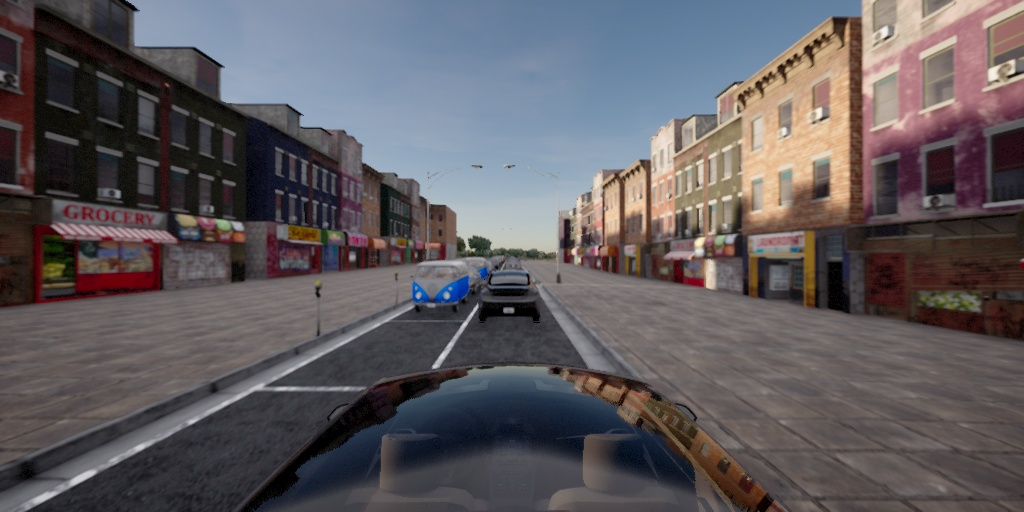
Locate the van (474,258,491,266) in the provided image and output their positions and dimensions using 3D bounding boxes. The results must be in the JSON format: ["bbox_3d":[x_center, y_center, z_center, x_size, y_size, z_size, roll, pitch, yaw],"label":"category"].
[{"bbox_3d":[-2.625,1.004,24.865,1.690,1.789,3.998,0,0,0],"label":"van"}]

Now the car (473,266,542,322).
[{"bbox_3d":[-0.057,1.242,12.215,1.837,1.490,4.892,0,0,1],"label":"car"}]

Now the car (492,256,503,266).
[{"bbox_3d":[-2.612,0.988,47.029,1.948,1.339,4.313,0,0,0],"label":"car"}]

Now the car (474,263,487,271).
[{"bbox_3d":[-2.628,1.255,19.318,2.007,1.370,4.403,0,0,0],"label":"car"}]

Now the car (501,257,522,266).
[{"bbox_3d":[0.121,1.052,39.367,2.033,1.411,5.357,0,1,0],"label":"car"}]

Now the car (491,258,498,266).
[{"bbox_3d":[-2.618,1.128,35.954,1.802,1.307,4.207,0,0,0],"label":"car"}]

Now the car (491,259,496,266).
[{"bbox_3d":[-2.622,1.175,30.412,1.948,1.339,4.313,0,0,0],"label":"car"}]

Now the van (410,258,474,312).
[{"bbox_3d":[-2.631,1.074,13.771,1.690,1.789,3.998,0,0,0],"label":"van"}]
